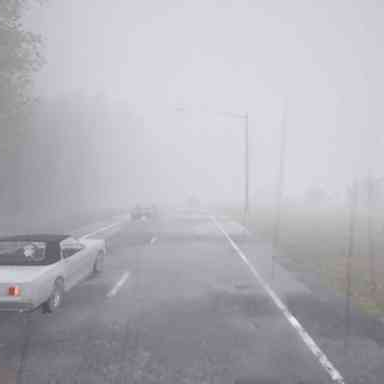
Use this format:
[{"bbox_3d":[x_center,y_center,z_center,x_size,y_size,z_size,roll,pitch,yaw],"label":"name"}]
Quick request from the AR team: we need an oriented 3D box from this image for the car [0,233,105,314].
[{"bbox_3d":[-3.401,1.581,7.516,1.895,1.301,4.718,0,0,0],"label":"car"}]

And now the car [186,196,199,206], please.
[{"bbox_3d":[0.104,1.426,53.332,1.994,1.385,4.181,0,0,0],"label":"car"}]

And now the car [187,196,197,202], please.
[{"bbox_3d":[0.008,1.419,69.581,1.895,1.301,4.718,0,0,0],"label":"car"}]

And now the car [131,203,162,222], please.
[{"bbox_3d":[-3.399,1.534,25.621,1.895,1.301,4.718,0,0,0],"label":"car"}]
